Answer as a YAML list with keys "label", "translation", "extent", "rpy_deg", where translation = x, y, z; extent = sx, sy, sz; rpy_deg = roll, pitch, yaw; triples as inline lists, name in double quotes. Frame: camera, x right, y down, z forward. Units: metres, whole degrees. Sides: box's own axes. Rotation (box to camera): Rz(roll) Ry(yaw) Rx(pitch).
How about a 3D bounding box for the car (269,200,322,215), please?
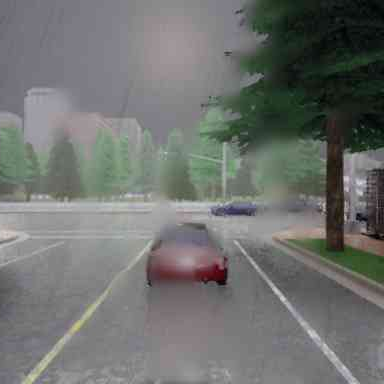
- label: "car"
  translation: [9.902, 1.537, 32.849]
  extent: [5.357, 1.411, 2.033]
  rpy_deg: [0, 0, -1]

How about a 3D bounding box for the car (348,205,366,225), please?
- label: "car"
  translation: [13.003, 1.494, 22.186]
  extent: [4.902, 1.511, 2.128]
  rpy_deg: [0, 0, -1]

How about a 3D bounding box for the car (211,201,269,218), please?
- label: "car"
  translation: [3.994, 1.523, 29.273]
  extent: [4.674, 1.442, 1.812]
  rpy_deg: [0, 0, -1]

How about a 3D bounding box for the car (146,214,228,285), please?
- label: "car"
  translation: [-0.161, 1.551, 9.484]
  extent: [1.994, 1.385, 4.181]
  rpy_deg: [0, 0, -2]
